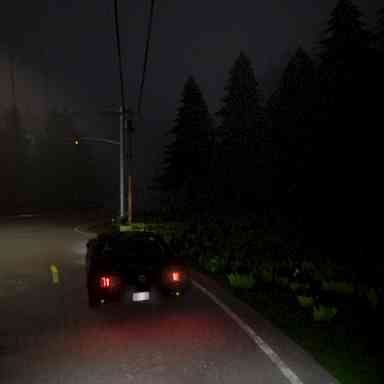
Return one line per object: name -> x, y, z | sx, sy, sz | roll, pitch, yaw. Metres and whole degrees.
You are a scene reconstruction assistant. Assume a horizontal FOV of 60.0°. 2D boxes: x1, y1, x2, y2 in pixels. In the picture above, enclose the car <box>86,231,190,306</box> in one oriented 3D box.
car -> -1.599, 1.599, 8.126 | 1.895, 1.301, 4.718 | 0, 0, -18
